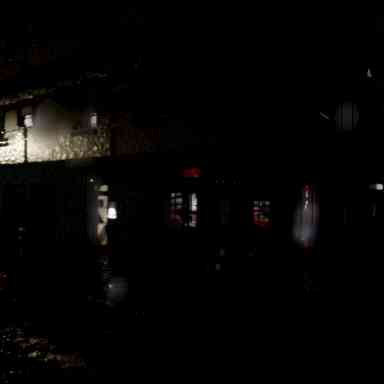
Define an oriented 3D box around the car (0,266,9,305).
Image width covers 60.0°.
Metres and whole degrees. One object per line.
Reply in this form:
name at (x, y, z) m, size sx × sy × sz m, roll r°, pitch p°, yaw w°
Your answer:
car at (-5.259, 1.616, 6.616) m, size 4.206 × 1.307 × 1.802 m, roll 0°, pitch 1°, yaw 36°
